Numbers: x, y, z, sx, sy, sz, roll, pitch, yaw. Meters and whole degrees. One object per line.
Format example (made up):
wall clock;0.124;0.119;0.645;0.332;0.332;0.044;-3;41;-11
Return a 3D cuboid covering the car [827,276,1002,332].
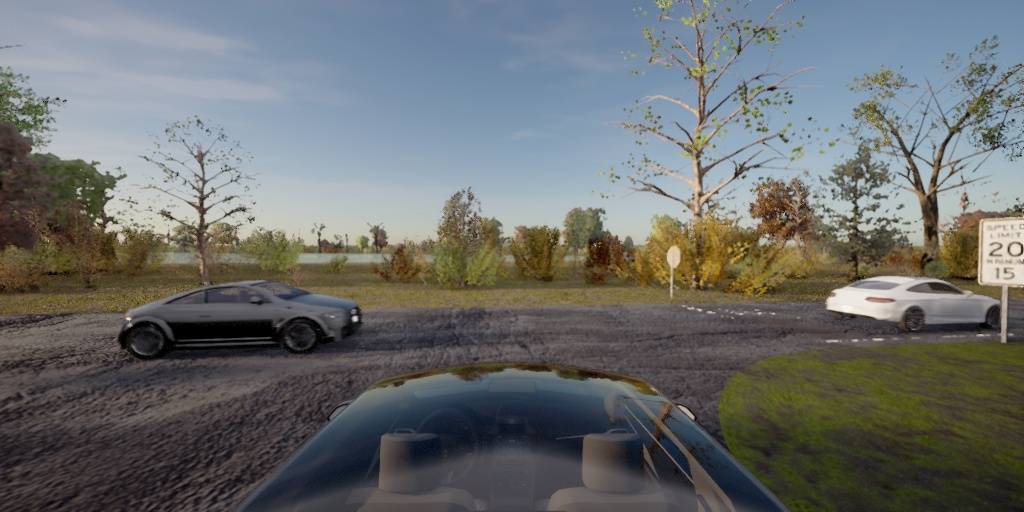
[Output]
car;11.900;1.334;10.685;4.674;1.442;1.812;0;1;-10

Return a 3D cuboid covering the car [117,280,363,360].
car;-5.518;1.233;7.765;4.181;1.385;1.994;0;1;-10
